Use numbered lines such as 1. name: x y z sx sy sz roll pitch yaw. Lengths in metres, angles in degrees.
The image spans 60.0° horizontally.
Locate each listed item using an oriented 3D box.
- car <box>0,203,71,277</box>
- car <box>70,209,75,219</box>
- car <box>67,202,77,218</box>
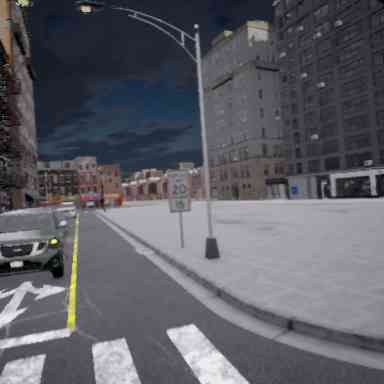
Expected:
1. car: -5.470 1.606 11.302 2.150 2.045 5.566 -4 0 -19
2. car: -9.515 2.227 23.264 2.033 1.411 5.357 -4 0 -19
3. car: -16.168 2.394 43.058 2.150 2.045 5.566 -4 0 -19
